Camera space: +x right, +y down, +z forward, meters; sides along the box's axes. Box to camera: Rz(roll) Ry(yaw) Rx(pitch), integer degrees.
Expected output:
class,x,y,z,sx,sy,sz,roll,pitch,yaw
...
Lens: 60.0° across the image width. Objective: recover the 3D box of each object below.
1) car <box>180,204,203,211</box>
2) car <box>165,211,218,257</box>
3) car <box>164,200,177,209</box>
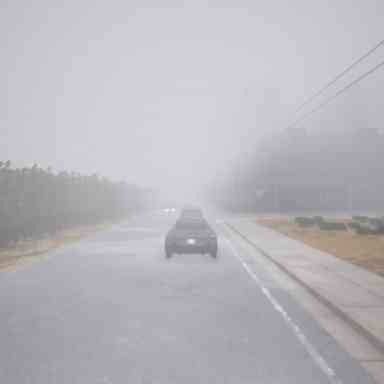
class,x,y,z,sx,sy,sz,roll,pitch,yaw
car,-0.059,1.791,29.271,1.882,1.535,5.008,0,0,0
car,-0.019,1.711,13.596,1.994,1.385,4.181,0,-1,0
car,-3.710,2.114,58.144,2.128,1.511,4.902,0,-1,0
